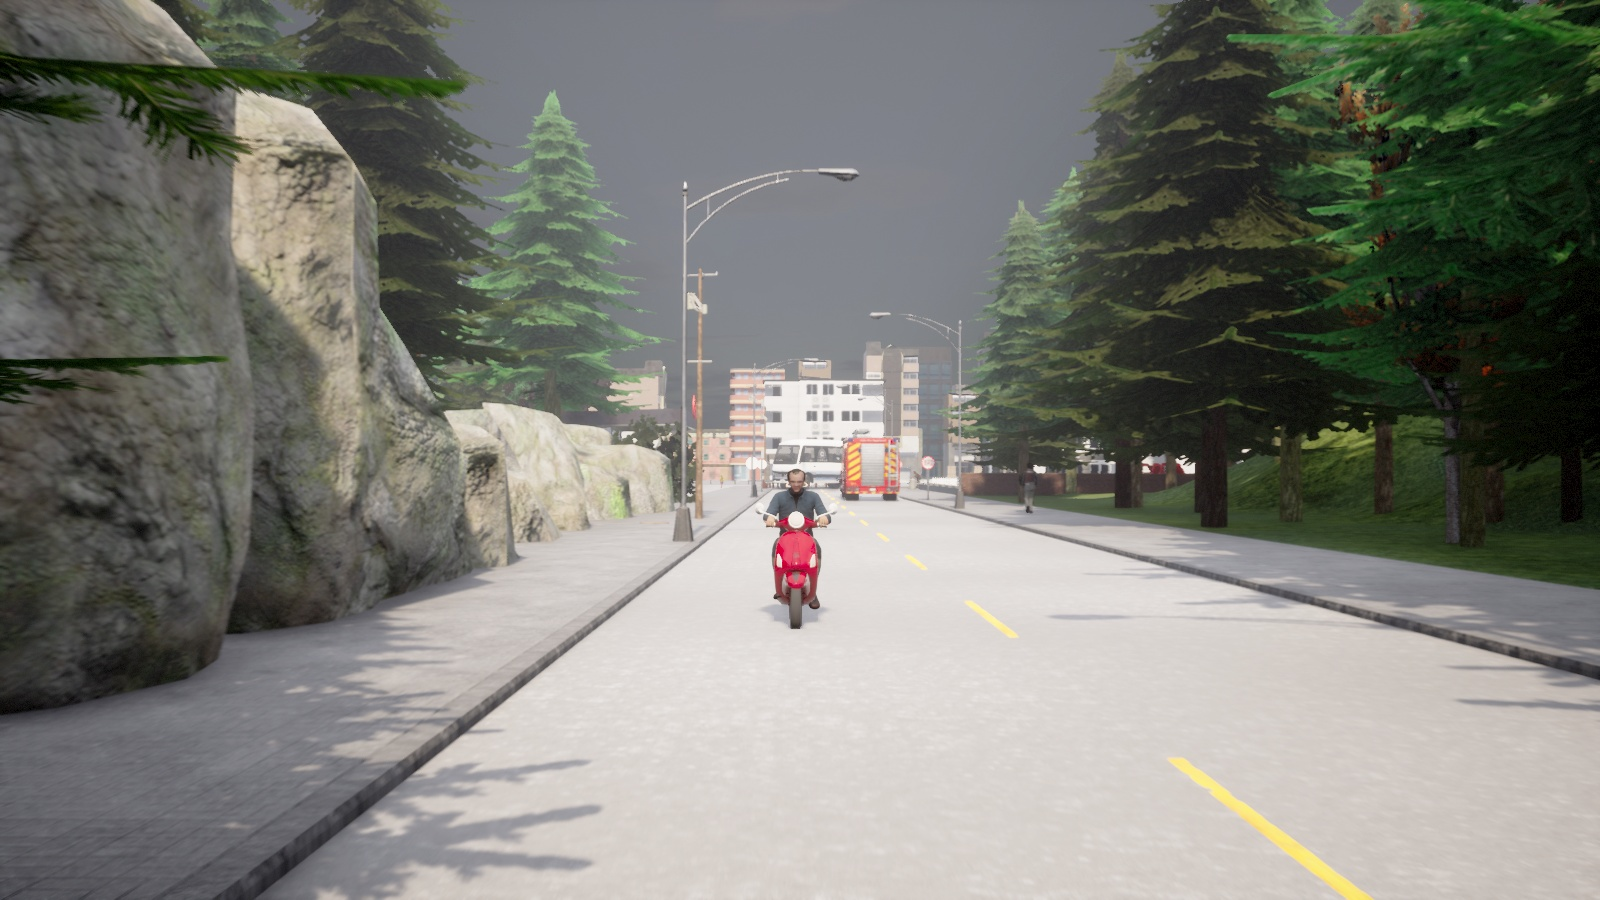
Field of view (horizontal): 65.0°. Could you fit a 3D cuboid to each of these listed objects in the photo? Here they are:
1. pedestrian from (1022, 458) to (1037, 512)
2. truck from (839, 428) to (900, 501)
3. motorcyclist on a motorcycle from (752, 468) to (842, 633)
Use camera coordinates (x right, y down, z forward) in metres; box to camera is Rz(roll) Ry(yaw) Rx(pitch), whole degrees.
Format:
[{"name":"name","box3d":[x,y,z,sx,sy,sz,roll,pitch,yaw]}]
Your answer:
[{"name":"pedestrian","box3d":[8.163,1.239,44.651,0.402,1.930,0.666,0,-1,0]},{"name":"truck","box3d":[3.811,0.815,70.472,2.891,3.827,8.468,0,-1,0]},{"name":"motorcyclist on a motorcycle","box3d":[-0.031,0.988,13.105,0.866,1.590,1.817,0,-1,0]}]
